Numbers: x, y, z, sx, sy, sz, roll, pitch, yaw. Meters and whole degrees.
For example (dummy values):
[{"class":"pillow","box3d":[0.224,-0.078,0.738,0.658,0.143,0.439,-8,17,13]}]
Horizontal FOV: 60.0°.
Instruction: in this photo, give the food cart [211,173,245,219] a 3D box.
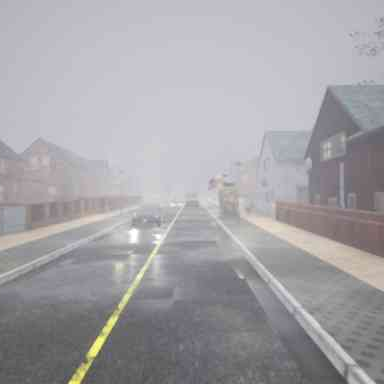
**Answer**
[{"class":"food cart","box3d":[2.928,0.415,28.507,2.280,3.560,4.660,-2,-2,0]}]

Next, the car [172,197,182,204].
[{"class":"car","box3d":[-2.825,1.521,63.216,1.895,1.301,4.718,0,0,0]}]

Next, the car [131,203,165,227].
[{"class":"car","box3d":[-2.868,1.483,22.514,1.812,1.442,4.674,0,0,0]}]

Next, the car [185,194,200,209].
[{"class":"car","box3d":[0.028,1.408,44.208,1.882,1.535,5.008,0,0,0]}]
